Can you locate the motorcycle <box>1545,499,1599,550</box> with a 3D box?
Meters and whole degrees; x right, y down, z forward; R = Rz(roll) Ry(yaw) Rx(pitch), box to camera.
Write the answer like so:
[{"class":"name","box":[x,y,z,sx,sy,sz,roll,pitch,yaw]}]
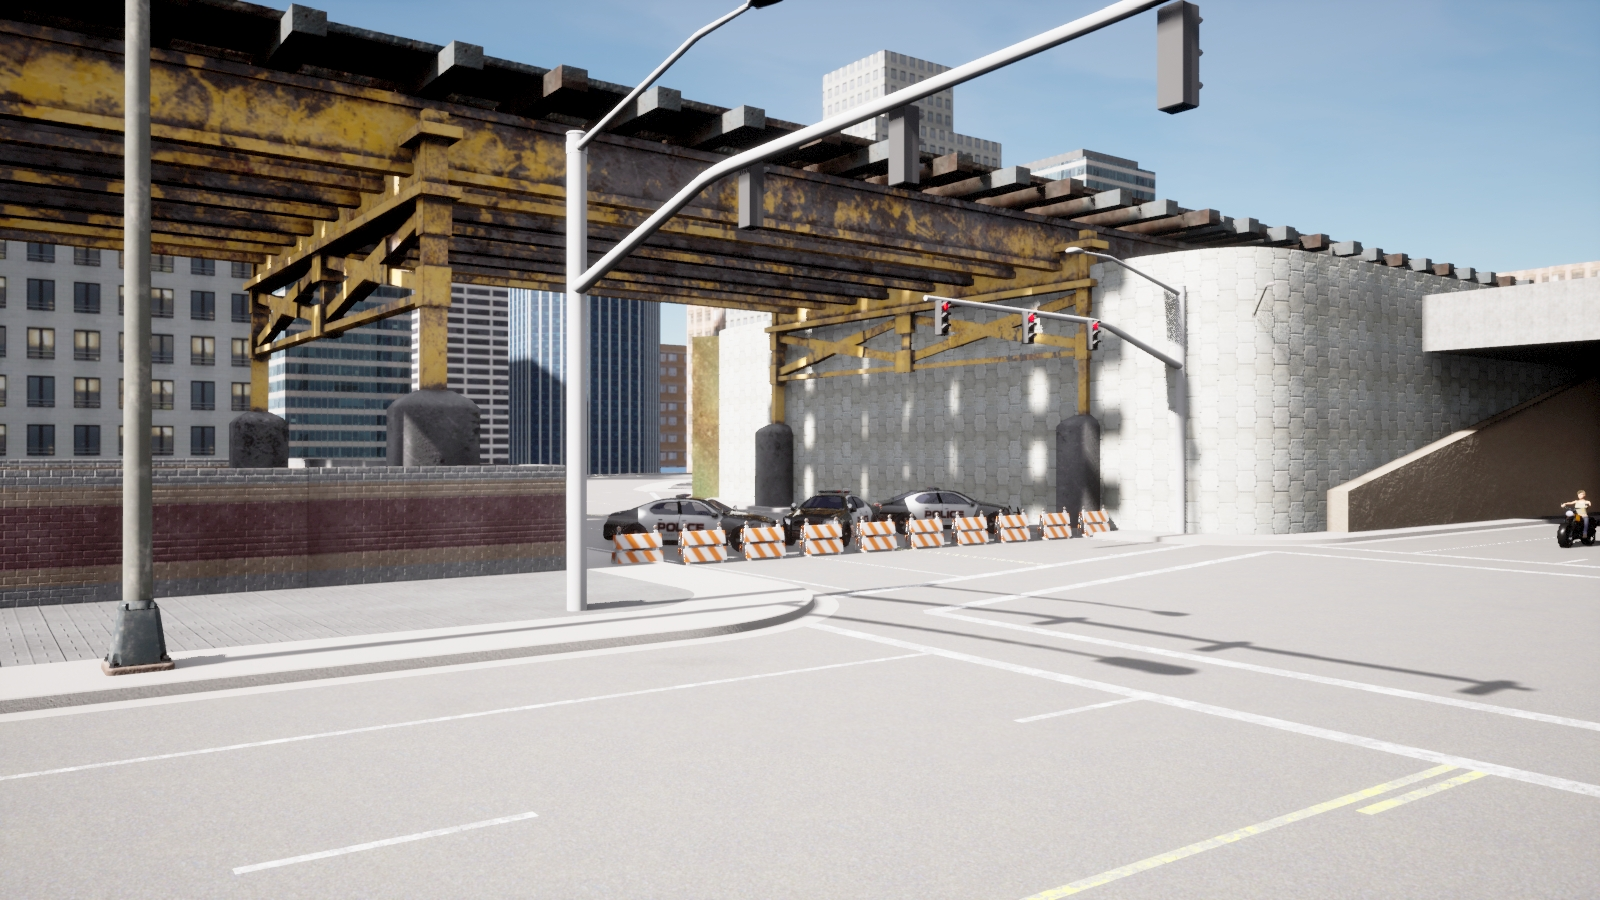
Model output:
[{"class":"motorcycle","box":[22.559,2.142,33.174,2.356,1.332,0.764,0,0,-37]}]
